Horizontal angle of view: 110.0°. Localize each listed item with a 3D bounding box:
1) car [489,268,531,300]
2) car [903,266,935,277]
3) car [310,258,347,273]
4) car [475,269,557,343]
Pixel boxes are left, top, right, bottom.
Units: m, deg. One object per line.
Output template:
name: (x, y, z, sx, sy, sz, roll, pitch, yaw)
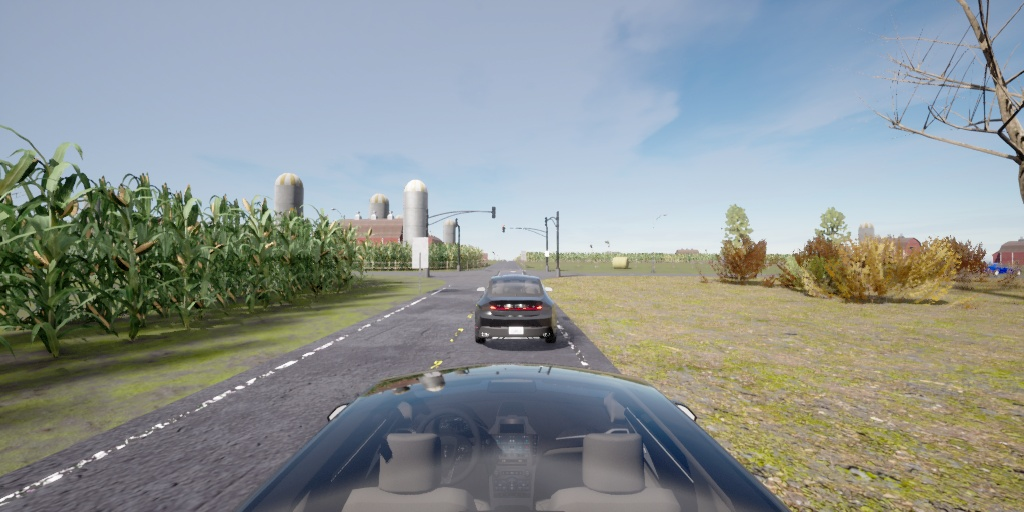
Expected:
car: (0.031, 1.360, 18.813, 1.895, 1.301, 4.718, 0, 0, 4)
car: (48.555, 1.768, 42.531, 4.181, 1.385, 1.994, 1, -1, -5)
car: (-19.832, 0.930, 37.646, 4.553, 1.767, 2.097, 0, -1, -3)
car: (0.079, 1.259, 9.662, 1.837, 1.490, 4.892, 0, 0, 0)
